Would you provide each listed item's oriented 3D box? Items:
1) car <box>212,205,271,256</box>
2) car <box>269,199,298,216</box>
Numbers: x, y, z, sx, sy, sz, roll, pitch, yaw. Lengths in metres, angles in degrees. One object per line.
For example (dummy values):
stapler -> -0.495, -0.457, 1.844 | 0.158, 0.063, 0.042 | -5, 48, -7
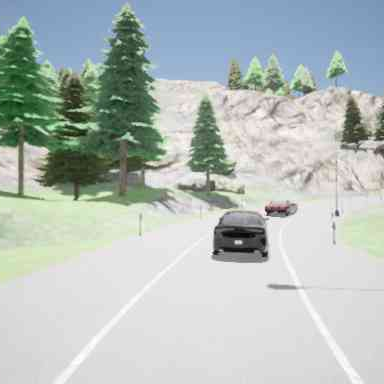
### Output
car -> 1.979, 1.429, 13.007 | 1.882, 1.535, 5.008 | 0, 1, 12
car -> 7.834, 1.281, 28.762 | 1.895, 1.301, 4.718 | 0, 1, 29
